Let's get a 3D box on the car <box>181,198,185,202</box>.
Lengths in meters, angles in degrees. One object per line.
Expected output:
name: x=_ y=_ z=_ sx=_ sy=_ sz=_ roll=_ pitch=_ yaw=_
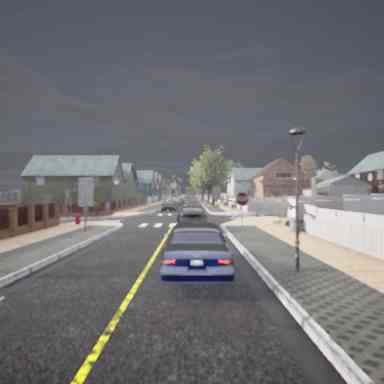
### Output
car: x=-2.707 y=1.778 z=57.043 sx=1.812 sy=1.442 sz=4.674 roll=0 pitch=0 yaw=0

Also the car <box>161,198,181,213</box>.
car: x=-2.760 y=1.733 z=41.142 sx=2.033 sy=1.411 sz=5.357 roll=0 pitch=0 yaw=0

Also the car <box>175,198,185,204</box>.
car: x=-2.603 y=1.906 z=71.987 sx=1.895 sy=1.301 sz=4.718 roll=0 pitch=0 yaw=0

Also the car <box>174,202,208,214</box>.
car: x=-0.053 y=1.601 z=20.511 sx=1.837 sy=1.490 sz=4.892 roll=0 pitch=0 yaw=-3

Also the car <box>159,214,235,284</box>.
car: x=0.117 y=1.595 z=9.731 sx=2.033 sy=1.411 sz=5.357 roll=0 pitch=0 yaw=0

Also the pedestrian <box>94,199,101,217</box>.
pedestrian: x=-9.623 y=1.614 z=33.775 sx=0.375 sy=1.860 sz=0.375 roll=0 pitch=0 yaw=0
